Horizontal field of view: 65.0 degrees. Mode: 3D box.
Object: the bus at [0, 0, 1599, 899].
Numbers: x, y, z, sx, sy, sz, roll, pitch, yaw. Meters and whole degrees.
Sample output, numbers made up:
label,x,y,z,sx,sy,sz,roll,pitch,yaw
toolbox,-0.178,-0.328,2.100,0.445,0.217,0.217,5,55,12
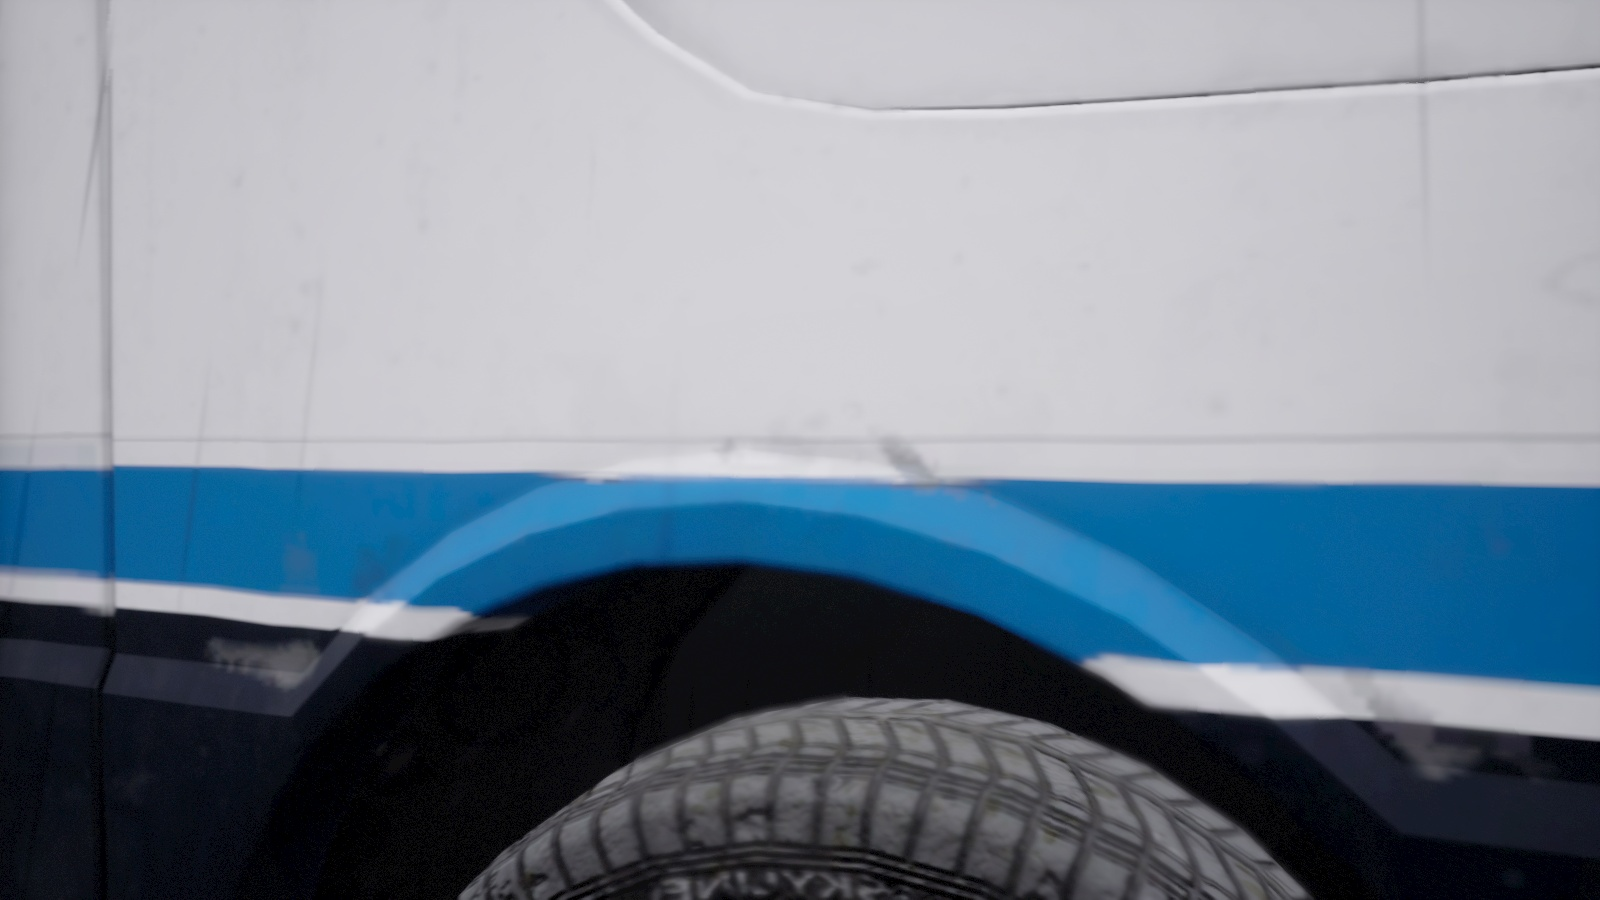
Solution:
label,x,y,z,sx,sy,sz,roll,pitch,yaw
bus,-2.044,-0.616,3.851,10.273,4.253,3.944,1,1,26
